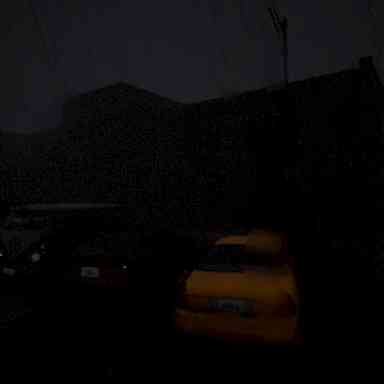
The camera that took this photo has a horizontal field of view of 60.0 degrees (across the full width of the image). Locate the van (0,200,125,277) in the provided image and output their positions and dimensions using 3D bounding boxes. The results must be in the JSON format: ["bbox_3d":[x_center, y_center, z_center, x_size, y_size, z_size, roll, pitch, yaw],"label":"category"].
[{"bbox_3d":[-3.671,1.319,9.934,1.878,1.987,4.442,0,-1,15],"label":"van"}]

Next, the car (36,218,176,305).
[{"bbox_3d":[-1.249,1.556,8.373,2.163,1.488,4.792,0,-1,15],"label":"car"}]

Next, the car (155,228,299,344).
[{"bbox_3d":[1.185,1.505,6.821,1.946,1.575,5.366,0,-1,15],"label":"car"}]
